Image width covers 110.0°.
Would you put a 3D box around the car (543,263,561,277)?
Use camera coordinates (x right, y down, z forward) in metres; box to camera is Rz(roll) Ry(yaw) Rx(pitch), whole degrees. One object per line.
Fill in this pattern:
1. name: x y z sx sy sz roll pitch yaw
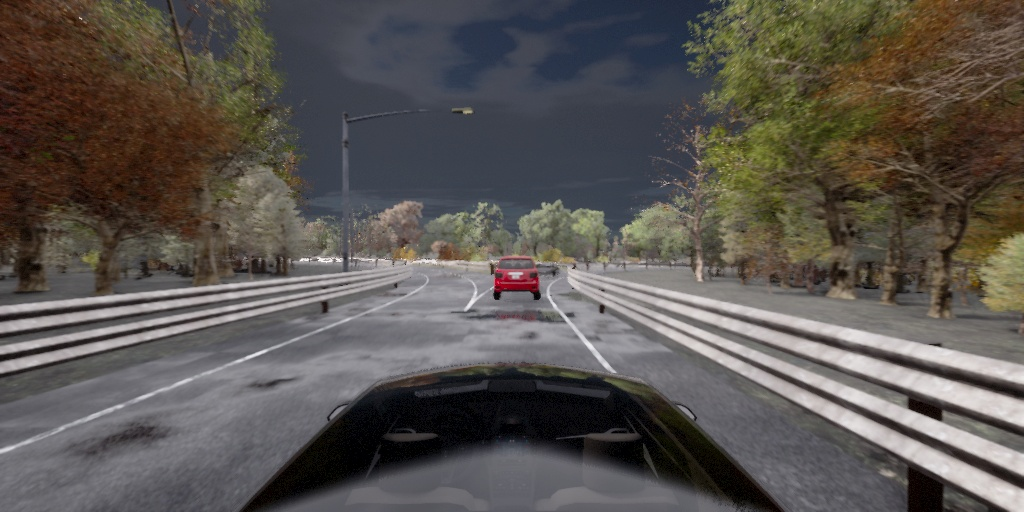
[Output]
1. car: 4.100 1.494 39.110 2.128 1.511 4.902 0 0 17

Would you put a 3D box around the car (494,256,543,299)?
1. car: 0.349 1.020 18.746 2.150 2.045 5.566 -1 0 4
